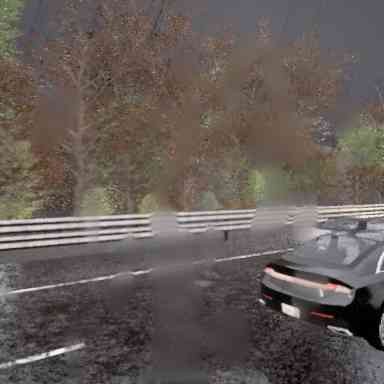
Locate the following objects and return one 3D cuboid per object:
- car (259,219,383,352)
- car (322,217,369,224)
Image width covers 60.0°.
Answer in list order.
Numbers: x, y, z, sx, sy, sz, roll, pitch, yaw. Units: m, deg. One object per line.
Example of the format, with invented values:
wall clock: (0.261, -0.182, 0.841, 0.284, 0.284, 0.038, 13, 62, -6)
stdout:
car: (3.415, 1.494, 6.196, 4.902, 1.511, 2.128, 0, 0, -35)
car: (6.206, 1.602, 12.414, 4.718, 1.301, 1.895, 0, 0, -35)
